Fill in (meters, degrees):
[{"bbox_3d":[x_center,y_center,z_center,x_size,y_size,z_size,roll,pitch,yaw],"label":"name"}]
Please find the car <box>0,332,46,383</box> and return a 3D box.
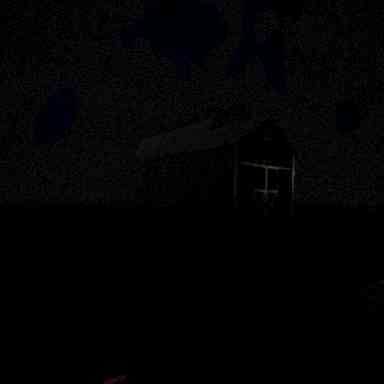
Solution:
[{"bbox_3d":[-2.971,1.474,0.949,4.902,1.511,2.128,1,0,-35],"label":"car"}]
